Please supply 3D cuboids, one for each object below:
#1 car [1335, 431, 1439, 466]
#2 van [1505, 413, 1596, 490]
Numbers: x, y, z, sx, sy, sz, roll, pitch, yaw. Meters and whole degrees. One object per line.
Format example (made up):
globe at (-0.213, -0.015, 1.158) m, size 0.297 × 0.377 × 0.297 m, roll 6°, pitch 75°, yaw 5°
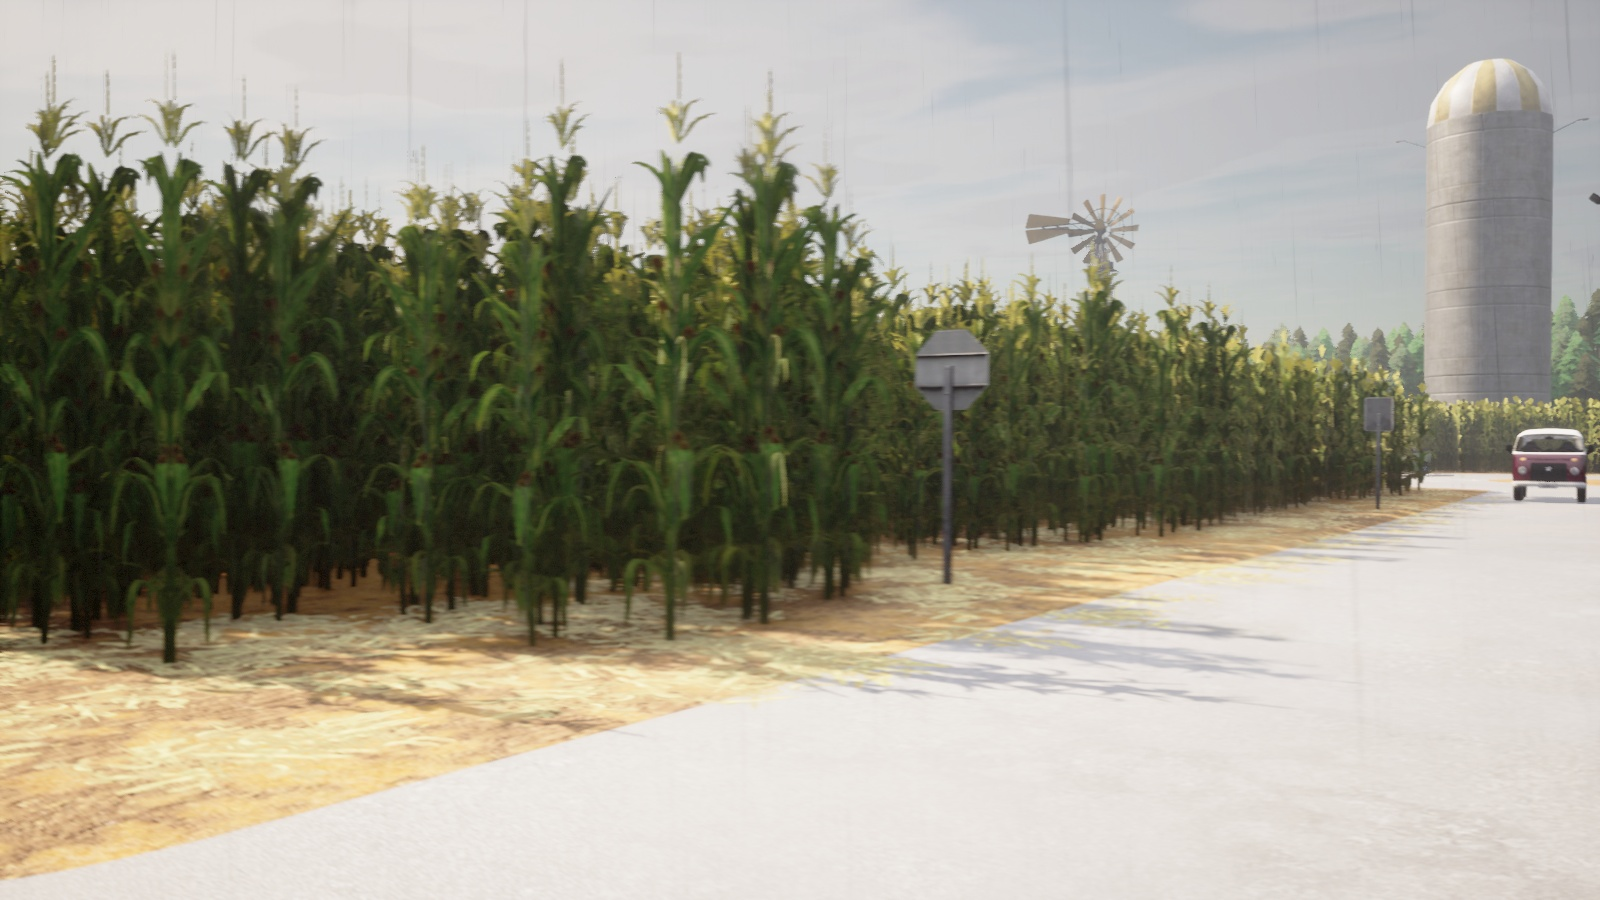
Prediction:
car at (27.796, -0.083, 59.472) m, size 4.514 × 1.525 × 2.007 m, roll -1°, pitch 1°, yaw -24°
van at (21.253, 0.016, 35.475) m, size 2.069 × 2.038 × 4.480 m, roll 0°, pitch 1°, yaw 32°
